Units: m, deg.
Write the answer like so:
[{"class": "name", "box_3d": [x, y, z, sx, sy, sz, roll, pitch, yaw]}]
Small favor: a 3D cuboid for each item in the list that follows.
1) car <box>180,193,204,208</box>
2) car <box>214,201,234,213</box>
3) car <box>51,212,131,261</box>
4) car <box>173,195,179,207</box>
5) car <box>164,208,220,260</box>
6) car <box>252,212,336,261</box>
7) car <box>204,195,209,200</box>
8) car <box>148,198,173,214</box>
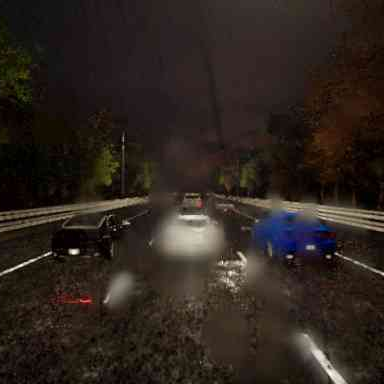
[{"class": "car", "box_3d": [0.018, 1.236, 41.397, 2.150, 2.045, 5.566, 0, 0, 0]}, {"class": "car", "box_3d": [3.515, 1.614, 37.345, 1.895, 1.301, 4.718, 0, 0, 0]}, {"class": "car", "box_3d": [-3.496, 1.517, 12.280, 1.837, 1.490, 4.892, 0, 0, 0]}, {"class": "car", "box_3d": [-3.479, 1.560, 51.343, 2.033, 1.411, 5.357, 0, 0, 0]}, {"class": "car", "box_3d": [0.005, 1.535, 12.279, 1.812, 1.442, 4.674, 0, 0, 0]}, {"class": "car", "box_3d": [3.504, 1.486, 12.298, 1.882, 1.535, 5.008, 0, 0, 0]}, {"class": "car", "box_3d": [3.538, 1.462, 91.889, 1.882, 1.535, 5.008, 0, 0, 0]}, {"class": "car", "box_3d": [-3.484, 1.562, 35.345, 2.033, 1.411, 5.357, 0, 0, 0]}]
